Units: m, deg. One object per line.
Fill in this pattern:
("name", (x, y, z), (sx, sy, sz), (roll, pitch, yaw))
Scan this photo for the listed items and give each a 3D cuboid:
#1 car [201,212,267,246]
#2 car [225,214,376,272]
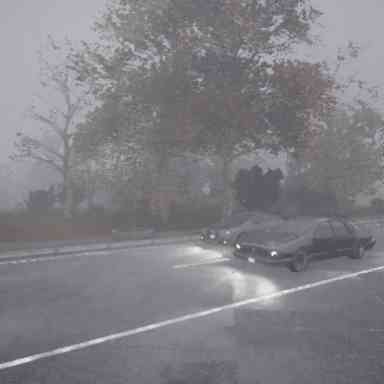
("car", (2.462, 1.557, 14.161), (4.181, 1.385, 1.994), (0, 0, -34))
("car", (3.879, 1.543, 10.909), (5.357, 1.411, 2.033), (0, 0, -34))
